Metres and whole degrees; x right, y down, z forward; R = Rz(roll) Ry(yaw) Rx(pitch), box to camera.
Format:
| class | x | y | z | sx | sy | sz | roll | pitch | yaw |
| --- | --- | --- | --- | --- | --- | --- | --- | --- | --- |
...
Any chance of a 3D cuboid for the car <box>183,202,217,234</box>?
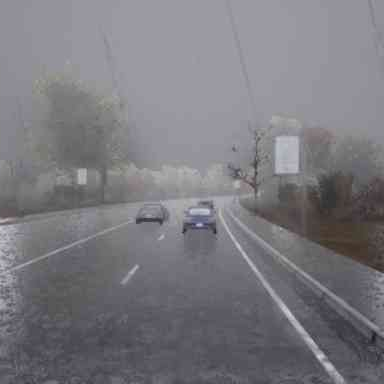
| class | x | y | z | sx | sy | sz | roll | pitch | yaw |
| --- | --- | --- | --- | --- | --- | --- | --- | --- | --- |
| car | 0.475 | 1.526 | 19.337 | 1.812 | 1.442 | 4.674 | 0 | 0 | 2 |

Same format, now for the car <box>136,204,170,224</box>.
| class | x | y | z | sx | sy | sz | roll | pitch | yaw |
| --- | --- | --- | --- | --- | --- | --- | --- | --- | --- |
| car | -2.807 | 1.559 | 24.431 | 1.994 | 1.385 | 4.181 | 0 | 0 | 3 |

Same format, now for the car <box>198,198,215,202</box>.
| class | x | y | z | sx | sy | sz | roll | pitch | yaw |
| --- | --- | --- | --- | --- | --- | --- | --- | --- | --- |
| car | 1.681 | 1.506 | 39.822 | 1.837 | 1.490 | 4.892 | 0 | 0 | 4 |
